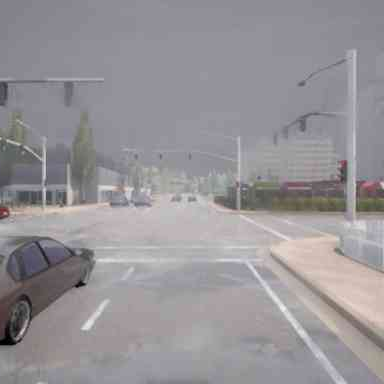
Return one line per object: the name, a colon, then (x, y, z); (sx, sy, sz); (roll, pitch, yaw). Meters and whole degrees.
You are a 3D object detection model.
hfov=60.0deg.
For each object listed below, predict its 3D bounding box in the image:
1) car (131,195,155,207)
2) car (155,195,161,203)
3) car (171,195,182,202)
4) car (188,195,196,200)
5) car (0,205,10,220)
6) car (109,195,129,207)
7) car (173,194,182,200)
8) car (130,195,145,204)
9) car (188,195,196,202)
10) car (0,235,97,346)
car: (-7.065, 1.290, 48.383); (2.097, 1.767, 4.553); (0, 0, 0)
car: (-7.007, 1.395, 64.135); (1.882, 1.535, 5.008); (0, 0, 0)
car: (-3.486, 1.439, 71.750); (2.033, 1.411, 5.357); (0, 0, 0)
car: (0.016, 1.362, 82.055); (1.895, 1.301, 4.718); (0, 0, 0)
car: (-16.417, 1.446, 25.030); (5.008, 1.535, 1.882); (0, -1, 4)
car: (-10.562, 1.290, 48.357); (2.097, 1.767, 4.553); (0, 0, 0)
car: (-3.484, 1.319, 82.023); (1.994, 1.385, 4.181); (0, 0, 0)
car: (-10.504, 1.413, 64.100); (2.128, 1.511, 4.902); (0, 0, 0)
car: (0.014, 1.424, 71.749); (2.128, 1.511, 4.902); (0, 0, 0)
car: (-3.416, 1.539, 6.250); (2.033, 1.411, 5.357); (0, 0, 0)
